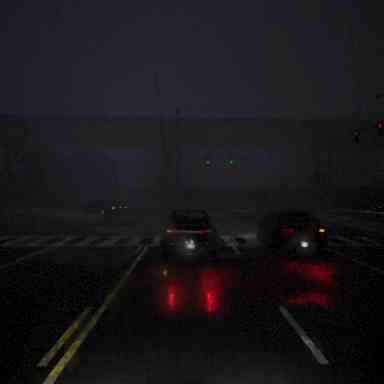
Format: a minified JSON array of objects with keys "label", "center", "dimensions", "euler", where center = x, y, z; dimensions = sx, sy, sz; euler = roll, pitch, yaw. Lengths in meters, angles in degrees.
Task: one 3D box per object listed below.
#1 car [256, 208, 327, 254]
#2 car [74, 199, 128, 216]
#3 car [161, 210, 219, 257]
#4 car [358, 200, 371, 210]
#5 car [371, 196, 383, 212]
[{"label":"car","center":[3.733,1.405,13.067],"dimensions":[1.837,1.490,4.892],"euler":[0,1,3]},{"label":"car","center":[-8.010,1.324,29.119],"dimensions":[5.357,1.411,2.033],"euler":[0,0,35]},{"label":"car","center":[-0.108,1.396,12.404],"dimensions":[2.128,1.511,4.902],"euler":[0,0,-1]},{"label":"car","center":[20.833,1.199,36.496],"dimensions":[5.008,1.535,1.882],"euler":[0,0,-1]},{"label":"car","center":[20.991,1.253,32.998],"dimensions":[4.892,1.490,1.837],"euler":[0,0,-1]}]
